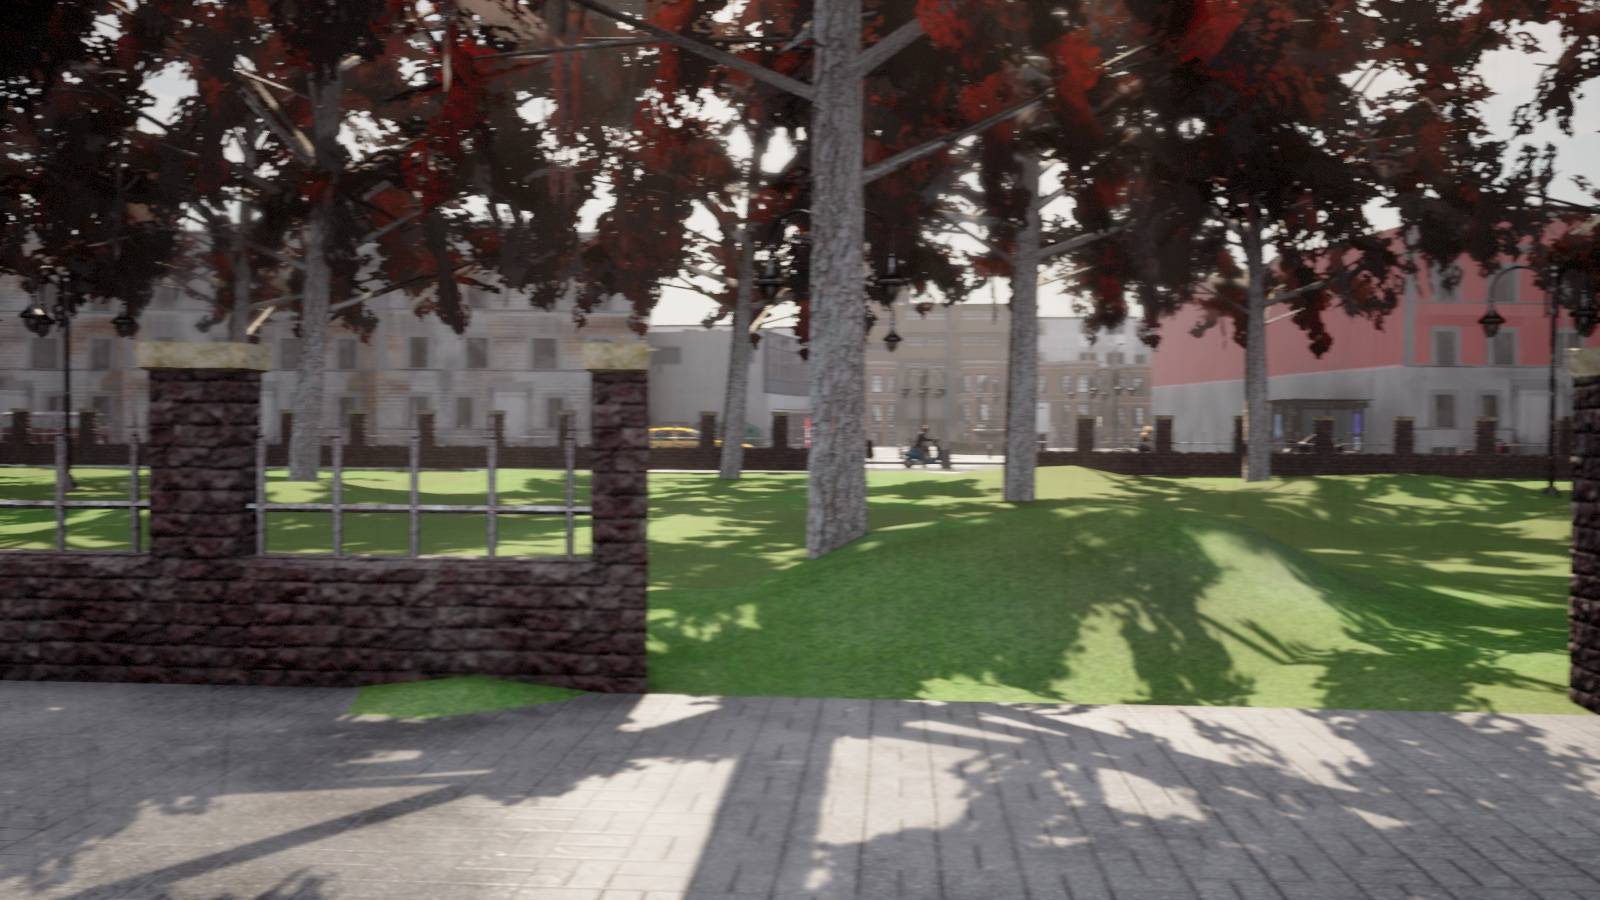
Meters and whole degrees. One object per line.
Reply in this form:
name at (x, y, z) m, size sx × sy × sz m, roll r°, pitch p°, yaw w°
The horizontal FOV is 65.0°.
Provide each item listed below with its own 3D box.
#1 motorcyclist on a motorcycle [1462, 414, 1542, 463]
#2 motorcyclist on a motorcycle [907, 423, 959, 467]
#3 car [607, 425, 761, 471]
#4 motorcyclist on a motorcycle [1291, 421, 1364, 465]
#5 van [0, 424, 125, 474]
motorcyclist on a motorcycle at (24.457, -0.406, 43.785) m, size 2.350 × 1.649 × 0.766 m, roll 0°, pitch 1°, yaw 5°
motorcyclist on a motorcycle at (4.800, -0.185, 45.344) m, size 1.817 × 1.590 × 0.866 m, roll -1°, pitch 1°, yaw 5°
car at (-4.213, -0.098, 46.056) m, size 5.366 × 1.575 × 1.801 m, roll -1°, pitch 1°, yaw 4°
motorcyclist on a motorcycle at (18.571, -0.256, 44.253) m, size 2.191 × 1.530 × 0.866 m, roll -1°, pitch 1°, yaw 5°
van at (-30.687, -0.062, 52.129) m, size 4.442 × 1.987 × 1.775 m, roll -1°, pitch 1°, yaw 4°
